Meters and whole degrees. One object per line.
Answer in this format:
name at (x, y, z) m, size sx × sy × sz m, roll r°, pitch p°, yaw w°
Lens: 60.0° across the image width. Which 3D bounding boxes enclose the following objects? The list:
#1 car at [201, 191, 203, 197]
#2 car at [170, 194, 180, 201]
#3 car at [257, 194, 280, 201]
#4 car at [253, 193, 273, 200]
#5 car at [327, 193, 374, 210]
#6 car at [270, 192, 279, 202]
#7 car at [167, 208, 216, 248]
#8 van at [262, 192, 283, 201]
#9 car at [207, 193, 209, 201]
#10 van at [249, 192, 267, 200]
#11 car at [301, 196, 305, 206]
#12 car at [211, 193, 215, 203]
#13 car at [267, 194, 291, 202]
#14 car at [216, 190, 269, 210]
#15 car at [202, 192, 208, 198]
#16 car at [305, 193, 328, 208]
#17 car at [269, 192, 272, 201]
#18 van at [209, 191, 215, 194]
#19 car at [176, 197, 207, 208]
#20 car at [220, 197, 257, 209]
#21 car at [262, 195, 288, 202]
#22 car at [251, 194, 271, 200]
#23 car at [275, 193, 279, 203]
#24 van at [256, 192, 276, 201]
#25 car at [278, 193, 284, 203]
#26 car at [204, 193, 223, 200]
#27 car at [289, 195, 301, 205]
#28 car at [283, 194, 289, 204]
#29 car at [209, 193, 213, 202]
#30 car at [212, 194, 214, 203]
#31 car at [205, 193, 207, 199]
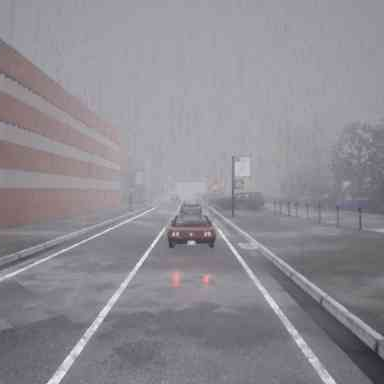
car at (5.485, 1.070, 77.848) m, size 5.566 × 2.045 × 2.435 m, roll 0°, pitch 0°, yaw -1°
car at (-3.852, 1.175, 75.977) m, size 2.097 × 1.767 × 4.553 m, roll 0°, pitch 0°, yaw -1°
car at (18.029, 1.321, 78.148) m, size 4.892 × 1.521 × 2.231 m, roll 0°, pitch 0°, yaw -1°
car at (17.883, 1.183, 83.918) m, size 4.553 × 1.767 × 2.185 m, roll 0°, pitch 0°, yaw -1°
car at (18.716, 1.248, 38.615) m, size 4.553 × 1.767 × 2.185 m, roll 0°, pitch 1°, yaw -1°
car at (18.292, 1.346, 64.158) m, size 5.008 × 1.535 × 2.097 m, roll 0°, pitch 0°, yaw -1°
car at (-0.023, 1.612, 14.686) m, size 1.895 × 1.301 × 4.718 m, roll 0°, pitch 0°, yaw 0°
van at (18.191, 1.099, 75.325) m, size 4.442 × 1.987 × 1.878 m, roll 0°, pitch 0°, yaw -1°
car at (5.723, 1.388, 63.722) m, size 4.674 × 1.452 × 2.002 m, roll 0°, pitch 0°, yaw -1°
van at (17.693, 1.072, 89.440) m, size 4.442 × 1.987 × 1.878 m, roll 0°, pitch 0°, yaw -1°
car at (18.623, 1.377, 47.095) m, size 4.892 × 1.521 × 2.231 m, roll 0°, pitch 0°, yaw -1°
car at (5.890, 1.404, 55.246) m, size 4.674 × 1.452 × 2.002 m, roll 0°, pitch 0°, yaw -1°
car at (18.211, 1.210, 69.804) m, size 4.553 × 1.767 × 2.185 m, roll 0°, pitch 0°, yaw -1°
car at (6.127, 1.130, 41.119) m, size 5.566 × 2.045 × 2.435 m, roll 0°, pitch 0°, yaw -1°
car at (5.433, 1.334, 69.369) m, size 5.366 × 1.575 × 1.946 m, roll 0°, pitch 0°, yaw -1°
car at (18.641, 1.127, 44.394) m, size 5.566 × 2.045 × 2.435 m, roll 0°, pitch 0°, yaw -1°
car at (18.229, 1.341, 66.981) m, size 5.008 × 1.535 × 2.097 m, roll 0°, pitch 0°, yaw -1°
van at (5.896, 1.127, 60.898) m, size 4.442 × 1.987 × 1.878 m, roll 0°, pitch 0°, yaw -1°
car at (-0.093, 1.488, 29.661) m, size 2.128 × 1.511 × 4.902 m, roll 0°, pitch 0°, yaw 0°
car at (6.099, 1.420, 43.944) m, size 4.674 × 1.452 × 2.002 m, roll 0°, pitch 0°, yaw -1°
car at (18.132, 1.330, 72.627) m, size 5.008 × 1.535 × 2.097 m, roll 0°, pitch 0°, yaw -1°
car at (17.896, 1.333, 86.617) m, size 4.792 × 1.488 × 2.163 m, roll 0°, pitch 0°, yaw -1°
car at (18.373, 1.381, 61.211) m, size 4.792 × 1.488 × 2.163 m, roll 0°, pitch 0°, yaw -1°
van at (18.087, 1.088, 80.974) m, size 4.442 × 1.987 × 1.878 m, roll 0°, pitch 0°, yaw -1°
car at (18.393, 1.357, 58.387) m, size 5.008 × 1.535 × 2.097 m, roll 0°, pitch 0°, yaw -1°
car at (5.381, 1.184, 83.498) m, size 4.553 × 1.767 × 2.185 m, roll 0°, pitch 0°, yaw -1°
car at (18.501, 1.369, 52.740) m, size 4.892 × 1.521 × 2.231 m, roll 0°, pitch 0°, yaw -1°
car at (18.446, 1.362, 55.564) m, size 5.008 × 1.535 × 2.097 m, roll 0°, pitch 0°, yaw -1°
car at (5.804, 1.388, 58.071) m, size 4.792 × 1.488 × 2.163 m, roll 0°, pitch 0°, yaw -1°
car at (5.938, 1.409, 52.421) m, size 4.674 × 1.452 × 2.002 m, roll 0°, pitch 0°, yaw -1°
car at (5.857, 1.339, 66.550) m, size 5.366 × 1.575 × 1.946 m, roll 0°, pitch 0°, yaw -1°
